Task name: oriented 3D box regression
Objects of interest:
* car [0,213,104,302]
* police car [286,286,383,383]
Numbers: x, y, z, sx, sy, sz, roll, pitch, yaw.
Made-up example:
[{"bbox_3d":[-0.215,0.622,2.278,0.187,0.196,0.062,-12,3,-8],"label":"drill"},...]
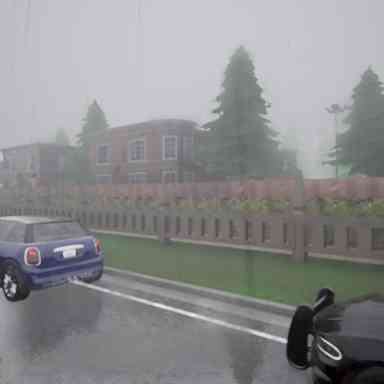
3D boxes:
[{"bbox_3d":[-4.379,1.385,8.628,4.553,1.767,2.097,0,0,38],"label":"car"},{"bbox_3d":[3.421,1.421,2.595,5.238,1.638,1.930,0,0,38],"label":"police car"}]
